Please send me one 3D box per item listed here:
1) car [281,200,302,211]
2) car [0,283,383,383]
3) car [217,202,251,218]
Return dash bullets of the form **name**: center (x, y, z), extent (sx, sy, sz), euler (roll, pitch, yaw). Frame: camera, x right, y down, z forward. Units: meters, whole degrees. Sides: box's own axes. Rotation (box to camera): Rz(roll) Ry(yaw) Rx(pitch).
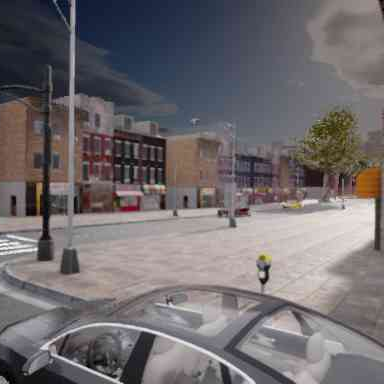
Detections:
- **car**: center (14.794, 1.952, 49.329), extent (1.882, 1.535, 5.008), euler (1, 1, 36)
- **car**: center (-0.159, 1.547, 2.909), extent (4.403, 1.369, 2.008), euler (0, 1, 36)
- **car**: center (4.493, 1.835, 35.111), extent (1.882, 1.535, 5.008), euler (1, 0, 36)
